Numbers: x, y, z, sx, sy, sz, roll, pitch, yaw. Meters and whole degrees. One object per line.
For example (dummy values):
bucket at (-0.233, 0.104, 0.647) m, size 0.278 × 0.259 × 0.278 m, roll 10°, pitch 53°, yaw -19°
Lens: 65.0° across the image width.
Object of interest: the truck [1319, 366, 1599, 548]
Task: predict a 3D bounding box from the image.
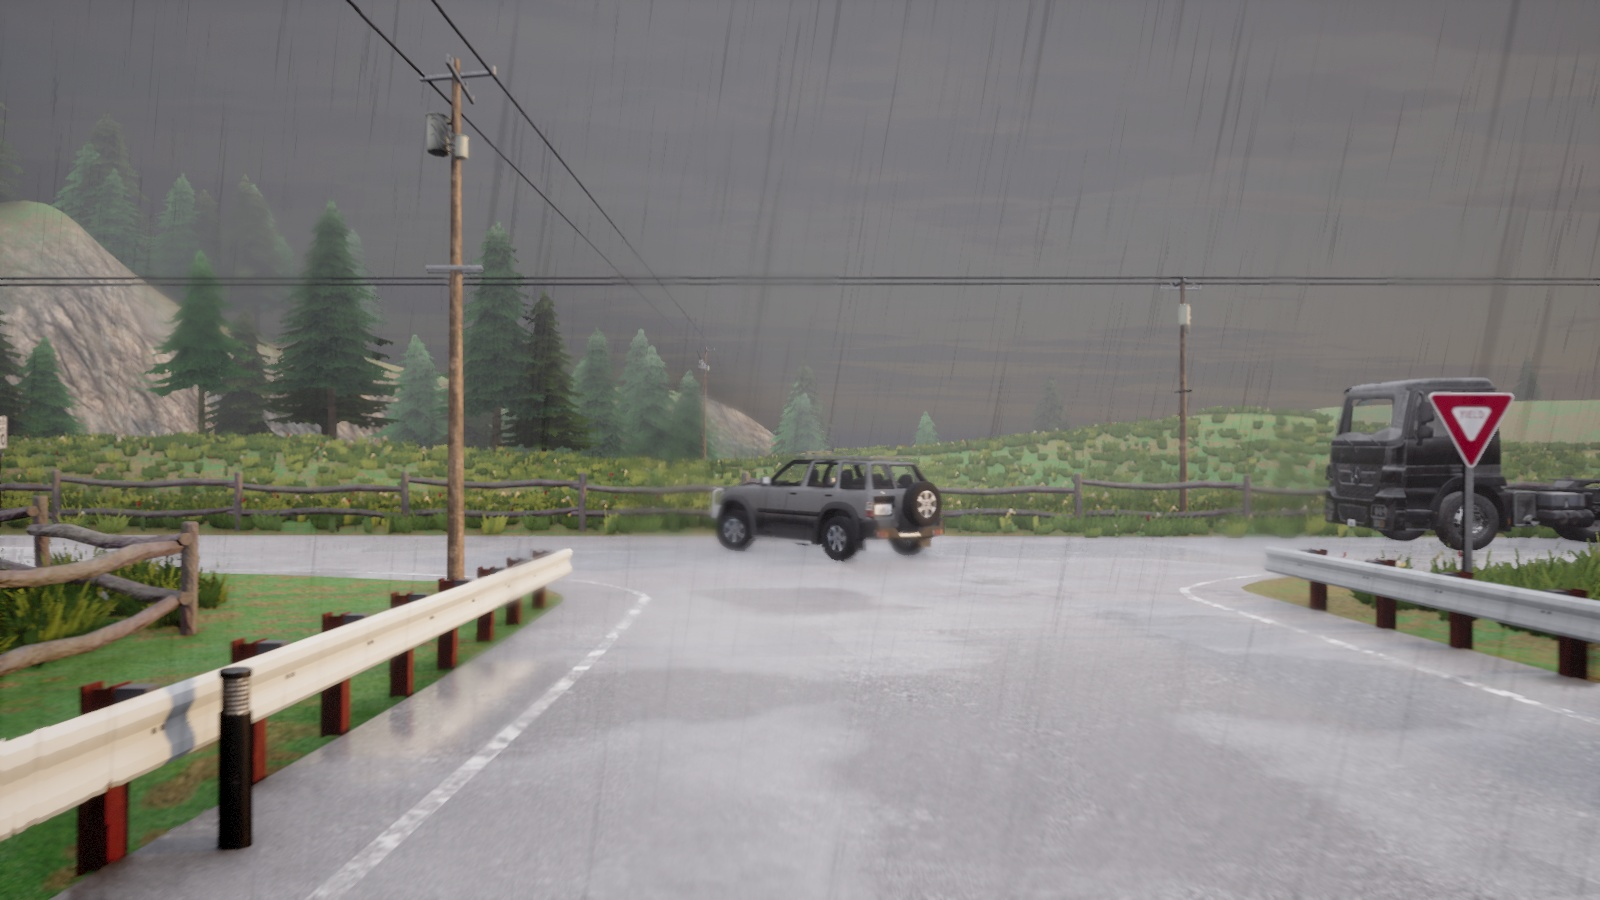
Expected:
truck at (15.124, 0.105, 25.557) m, size 7.936 × 3.462 × 2.891 m, roll 0°, pitch 1°, yaw -2°

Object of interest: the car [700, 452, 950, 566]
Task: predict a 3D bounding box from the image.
car at (0.346, 0.970, 22.950) m, size 1.932 × 1.855 × 4.605 m, roll 1°, pitch 0°, yaw -42°
